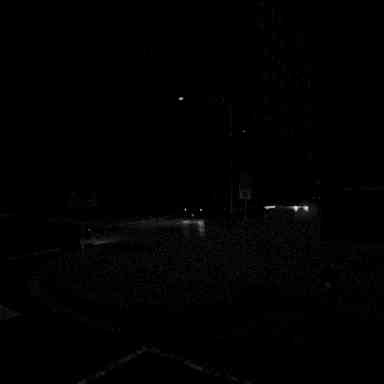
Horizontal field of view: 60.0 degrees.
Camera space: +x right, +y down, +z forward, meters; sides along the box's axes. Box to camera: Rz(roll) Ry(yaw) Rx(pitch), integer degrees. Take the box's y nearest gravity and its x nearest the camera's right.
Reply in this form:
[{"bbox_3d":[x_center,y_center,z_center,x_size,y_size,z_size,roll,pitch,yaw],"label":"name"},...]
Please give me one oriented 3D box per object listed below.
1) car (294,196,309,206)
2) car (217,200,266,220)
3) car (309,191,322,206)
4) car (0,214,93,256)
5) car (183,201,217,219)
[{"bbox_3d":[16.049,1.252,47.007,1.895,1.301,4.718,-1,-1,36],"label":"car"},{"bbox_3d":[4.046,1.318,25.480,1.994,1.385,4.181,-1,0,36],"label":"car"},{"bbox_3d":[17.983,0.823,44.816,2.150,2.045,5.566,-1,0,36],"label":"car"},{"bbox_3d":[-6.104,1.464,11.425,2.033,1.411,5.357,-1,1,36],"label":"car"},{"bbox_3d":[1.337,1.414,26.806,1.895,1.301,4.718,-1,0,36],"label":"car"}]
